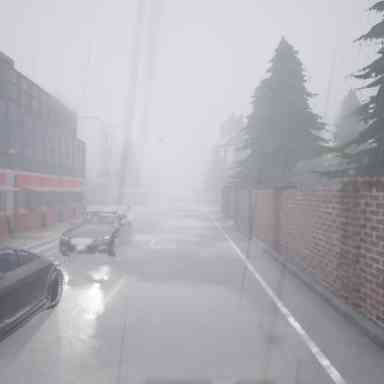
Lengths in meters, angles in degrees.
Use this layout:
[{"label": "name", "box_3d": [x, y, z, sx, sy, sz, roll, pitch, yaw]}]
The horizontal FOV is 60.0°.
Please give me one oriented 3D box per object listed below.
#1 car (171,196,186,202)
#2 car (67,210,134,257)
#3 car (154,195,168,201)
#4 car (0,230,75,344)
[{"label": "car", "box_3d": [-2.945, 1.527, 70.762, 1.895, 1.301, 4.718, 0, 0, -22]}, {"label": "car", "box_3d": [-3.500, 1.479, 12.952, 2.128, 1.511, 4.902, 0, 0, 0]}, {"label": "car", "box_3d": [-7.418, 1.372, 79.932, 1.994, 1.385, 4.181, 0, 0, -34]}, {"label": "car", "box_3d": [-3.582, 1.559, 5.023, 1.994, 1.385, 4.181, 0, 0, 1]}]
